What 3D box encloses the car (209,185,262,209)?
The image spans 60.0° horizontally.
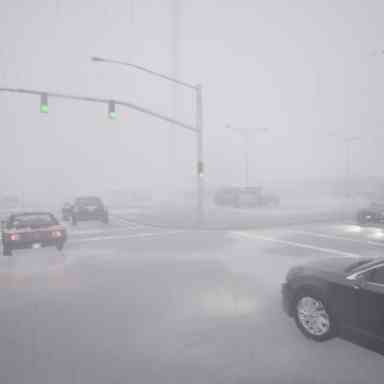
[{"bbox_3d":[3.842,0.480,30.374,1.932,1.855,4.605,-1,1,-29],"label":"car"}]

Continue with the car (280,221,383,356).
[{"bbox_3d":[3.244,1.374,3.935,1.837,1.490,4.892,-1,1,-32],"label":"car"}]

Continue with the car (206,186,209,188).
[{"bbox_3d":[2.829,-0.247,67.063,1.932,1.855,4.605,-1,1,-29],"label":"car"}]

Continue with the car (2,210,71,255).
[{"bbox_3d":[-6.131,1.419,12.645,1.895,1.301,4.718,-1,1,-30],"label":"car"}]

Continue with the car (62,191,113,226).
[{"bbox_3d":[-6.831,1.011,20.946,2.097,1.767,4.553,-1,1,-30],"label":"car"}]

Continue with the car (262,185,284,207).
[{"bbox_3d":[6.398,0.422,31.732,1.905,1.878,3.866,-1,1,-29],"label":"car"}]

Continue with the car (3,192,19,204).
[{"bbox_3d":[-25.359,0.914,46.601,1.812,1.442,4.674,-1,1,-29],"label":"car"}]

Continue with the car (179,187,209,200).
[{"bbox_3d":[0.278,0.408,48.316,1.970,1.475,3.806,-1,1,-29],"label":"car"}]

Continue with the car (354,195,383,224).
[{"bbox_3d":[10.747,1.050,17.936,4.181,1.385,1.994,-1,1,-28],"label":"car"}]

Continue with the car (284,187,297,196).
[{"bbox_3d":[14.998,-0.198,56.596,1.932,1.855,4.605,-1,1,-29],"label":"car"}]

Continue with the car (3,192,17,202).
[{"bbox_3d":[-30.346,0.753,55.494,1.882,1.535,5.008,-1,1,-29],"label":"car"}]

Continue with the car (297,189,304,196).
[{"bbox_3d":[17.564,-0.049,57.951,1.784,1.438,3.905,-1,1,-29],"label":"car"}]

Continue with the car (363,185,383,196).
[{"bbox_3d":[23.530,0.001,41.294,1.905,1.878,3.866,-1,1,-29],"label":"car"}]

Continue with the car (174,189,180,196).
[{"bbox_3d":[-2.019,0.115,64.316,1.970,1.475,3.806,-1,1,-29],"label":"car"}]
